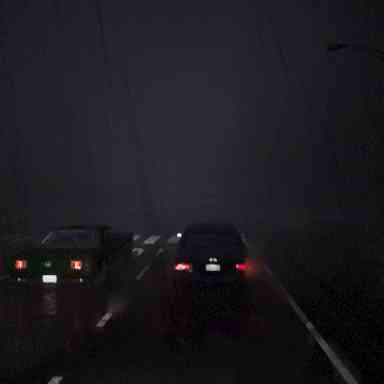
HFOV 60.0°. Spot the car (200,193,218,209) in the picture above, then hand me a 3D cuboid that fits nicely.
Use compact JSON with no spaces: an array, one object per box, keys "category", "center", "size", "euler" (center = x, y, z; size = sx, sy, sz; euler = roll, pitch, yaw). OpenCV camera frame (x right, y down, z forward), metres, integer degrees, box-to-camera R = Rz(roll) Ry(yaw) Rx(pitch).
[{"category":"car","center":[2.207,1.140,44.040],"size":[2.150,2.045,5.566],"euler":[0,0,3]}]

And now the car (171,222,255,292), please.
[{"category":"car","center":[0.517,1.532,9.055],"size":[2.033,1.411,5.357],"euler":[0,0,2]}]

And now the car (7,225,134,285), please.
[{"category":"car","center":[-2.970,1.585,9.393],"size":[1.895,1.301,4.718],"euler":[0,0,2]}]
